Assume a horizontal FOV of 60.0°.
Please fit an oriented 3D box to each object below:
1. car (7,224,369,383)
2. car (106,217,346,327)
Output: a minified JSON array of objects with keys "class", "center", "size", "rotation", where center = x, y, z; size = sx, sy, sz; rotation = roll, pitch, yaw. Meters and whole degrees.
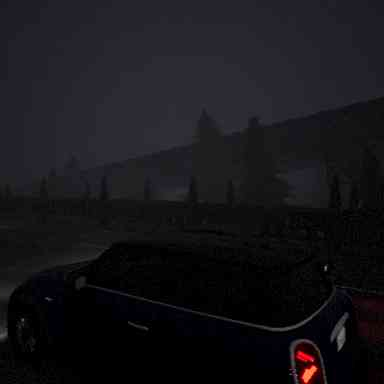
[{"class":"car","center":[-0.373,1.322,4.258],"size":[4.553,1.767,2.097],"rotation":[1,1,35]},{"class":"car","center":[0.549,1.500,7.898],"size":[5.357,1.411,2.033],"rotation":[1,0,35]}]
